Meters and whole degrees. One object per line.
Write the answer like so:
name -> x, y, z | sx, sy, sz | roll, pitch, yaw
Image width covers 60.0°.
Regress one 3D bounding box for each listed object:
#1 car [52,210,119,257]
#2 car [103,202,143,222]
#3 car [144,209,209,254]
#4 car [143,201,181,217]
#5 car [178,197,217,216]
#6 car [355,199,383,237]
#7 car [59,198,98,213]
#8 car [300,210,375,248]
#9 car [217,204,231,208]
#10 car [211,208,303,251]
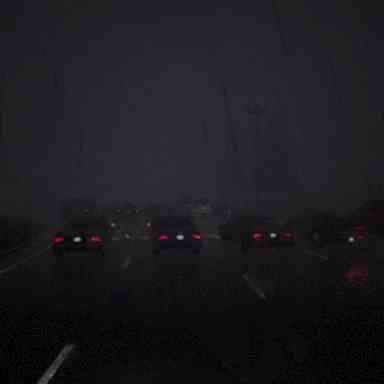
car -> -4.298, 1.678, 13.699 | 2.033, 1.411, 5.357 | 0, -1, -10
car -> -6.307, 1.625, 28.938 | 2.097, 1.767, 4.553 | 0, -1, -31
car -> -0.848, 1.683, 14.286 | 2.033, 1.411, 5.357 | 0, -1, -10
car -> -3.416, 1.785, 30.907 | 2.128, 1.511, 4.902 | 0, -1, -32
car -> -0.252, 1.522, 32.474 | 2.150, 2.045, 5.566 | 0, 0, -31
car -> 9.502, 1.365, 16.072 | 2.150, 2.045, 5.566 | 0, 0, -10
car -> -9.289, 1.475, 27.120 | 2.150, 2.045, 5.566 | 0, 0, -31
car -> 5.995, 1.655, 15.770 | 1.837, 1.490, 4.892 | 0, 0, -10
car -> 2.622, 1.888, 34.466 | 1.994, 1.385, 4.181 | 0, -1, -31
car -> 2.603, 1.687, 14.873 | 2.033, 1.411, 5.357 | 0, -1, -10
